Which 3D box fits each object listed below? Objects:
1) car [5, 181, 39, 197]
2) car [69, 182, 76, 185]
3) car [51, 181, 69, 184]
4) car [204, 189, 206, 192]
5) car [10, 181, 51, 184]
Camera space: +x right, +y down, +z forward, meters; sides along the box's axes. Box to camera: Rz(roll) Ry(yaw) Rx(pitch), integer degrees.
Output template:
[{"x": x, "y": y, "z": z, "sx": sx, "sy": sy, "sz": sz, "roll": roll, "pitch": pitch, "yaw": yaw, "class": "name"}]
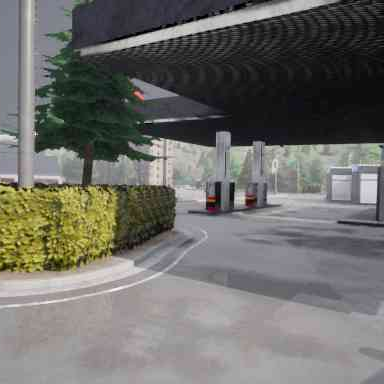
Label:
[{"x": -21.761, "y": -0.462, "z": 42.419, "sx": 4.605, "sy": 1.855, "sz": 1.932, "roll": 2, "pitch": 2, "yaw": 35, "class": "car"}, {"x": -25.440, "y": -1.281, "z": 68.058, "sx": 4.605, "sy": 1.855, "sz": 1.932, "roll": 2, "pitch": 2, "yaw": 35, "class": "car"}, {"x": -26.777, "y": -1.255, "z": 65.446, "sx": 3.866, "sy": 1.878, "sz": 1.905, "roll": 2, "pitch": 2, "yaw": 35, "class": "car"}, {"x": 4.886, "y": -0.326, "z": 65.595, "sx": 5.027, "sy": 1.636, "sz": 2.152, "roll": 2, "pitch": 2, "yaw": 35, "class": "car"}, {"x": -17.227, "y": -0.176, "z": 35.202, "sx": 3.866, "sy": 1.878, "sz": 1.905, "roll": 2, "pitch": 2, "yaw": 35, "class": "car"}]
